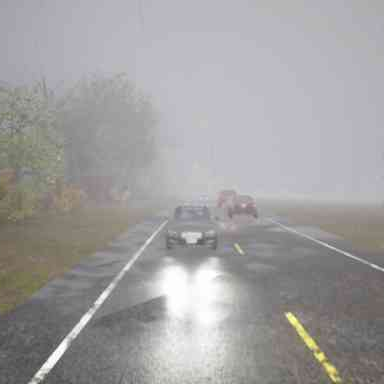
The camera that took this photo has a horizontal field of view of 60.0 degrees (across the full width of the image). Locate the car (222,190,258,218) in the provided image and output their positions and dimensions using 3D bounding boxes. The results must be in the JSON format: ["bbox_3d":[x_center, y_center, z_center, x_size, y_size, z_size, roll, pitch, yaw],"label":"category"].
[{"bbox_3d":[3.726,0.984,25.773,2.097,1.767,4.553,0,1,2],"label":"car"}]

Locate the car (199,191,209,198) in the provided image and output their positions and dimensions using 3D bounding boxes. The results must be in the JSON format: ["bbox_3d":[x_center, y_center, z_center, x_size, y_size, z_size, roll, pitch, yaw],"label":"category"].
[{"bbox_3d":[2.752,0.568,74.467,1.812,1.442,4.674,0,1,5],"label":"car"}]

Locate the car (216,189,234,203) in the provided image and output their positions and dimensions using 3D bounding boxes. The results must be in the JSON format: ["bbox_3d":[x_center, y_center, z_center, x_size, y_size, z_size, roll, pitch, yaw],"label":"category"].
[{"bbox_3d":[4.124,0.676,39.391,2.150,2.045,5.566,0,1,3],"label":"car"}]

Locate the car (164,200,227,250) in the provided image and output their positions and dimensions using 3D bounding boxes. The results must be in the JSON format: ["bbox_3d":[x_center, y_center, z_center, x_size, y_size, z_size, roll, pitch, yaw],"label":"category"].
[{"bbox_3d":[-0.005,1.282,13.284,2.128,1.511,4.902,0,1,0],"label":"car"}]
